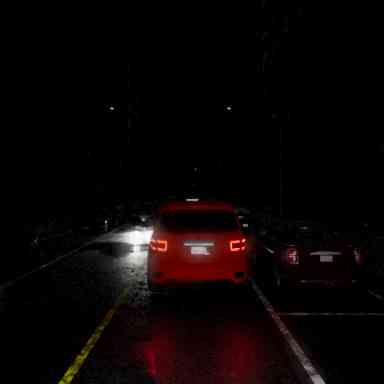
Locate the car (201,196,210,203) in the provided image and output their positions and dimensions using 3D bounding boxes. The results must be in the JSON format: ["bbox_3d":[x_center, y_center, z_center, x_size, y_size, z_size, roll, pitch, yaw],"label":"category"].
[{"bbox_3d":[2.935,1.580,73.684,1.752,1.417,4.829,0,0,0],"label":"car"}]

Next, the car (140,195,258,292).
[{"bbox_3d":[0.108,1.221,9.093,2.150,2.045,5.566,0,0,-1],"label":"car"}]

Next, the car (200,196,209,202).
[{"bbox_3d":[2.948,1.617,78.922,2.008,1.369,4.403,0,0,0],"label":"car"}]

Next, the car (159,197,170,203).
[{"bbox_3d":[-5.602,1.626,68.122,1.802,1.307,4.206,0,0,0],"label":"car"}]

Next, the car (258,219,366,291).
[{"bbox_3d":[2.858,1.440,9.009,1.967,1.590,4.097,0,0,0],"label":"car"}]

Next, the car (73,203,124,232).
[{"bbox_3d":[-5.661,1.567,20.016,1.947,1.339,4.313,0,0,0],"label":"car"}]

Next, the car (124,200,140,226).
[{"bbox_3d":[-3.059,1.494,23.487,2.128,1.511,4.902,0,0,0],"label":"car"}]

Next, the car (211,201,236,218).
[{"bbox_3d":[2.870,1.569,31.014,1.947,1.339,4.313,0,0,0],"label":"car"}]

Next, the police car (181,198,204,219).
[{"bbox_3d":[0.015,1.428,30.127,1.930,1.638,5.238,0,0,0],"label":"police car"}]

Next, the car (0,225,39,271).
[{"bbox_3d":[-5.667,1.582,9.014,1.802,1.307,4.206,0,0,0],"label":"car"}]

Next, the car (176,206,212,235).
[{"bbox_3d":[0.109,1.602,19.863,1.895,1.301,4.718,0,0,0],"label":"car"}]

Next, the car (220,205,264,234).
[{"bbox_3d":[2.864,1.552,20.012,2.008,1.369,4.403,0,0,0],"label":"car"}]

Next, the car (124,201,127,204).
[{"bbox_3d":[-5.659,1.584,25.517,1.802,1.307,4.206,0,0,0],"label":"car"}]
